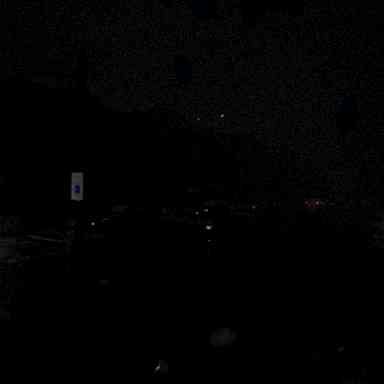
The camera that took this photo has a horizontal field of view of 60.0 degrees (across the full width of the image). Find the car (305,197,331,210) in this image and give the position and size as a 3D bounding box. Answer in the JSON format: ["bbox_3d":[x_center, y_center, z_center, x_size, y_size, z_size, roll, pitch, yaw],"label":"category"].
[{"bbox_3d":[16.019,1.489,42.938,1.812,1.442,4.674,1,1,36],"label":"car"}]

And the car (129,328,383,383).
[{"bbox_3d":[1.415,1.551,1.781,4.403,1.369,2.008,0,1,35],"label":"car"}]

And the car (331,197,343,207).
[{"bbox_3d":[21.954,1.493,51.351,2.128,1.511,4.902,1,1,35],"label":"car"}]

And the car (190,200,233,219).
[{"bbox_3d":[1.769,1.390,27.940,1.812,1.442,4.674,1,1,36],"label":"car"}]

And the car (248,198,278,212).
[{"bbox_3d":[7.822,1.363,36.412,2.128,1.511,4.902,1,1,36],"label":"car"}]

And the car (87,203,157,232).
[{"bbox_3d":[-4.026,1.428,19.818,1.812,1.442,4.674,1,1,34],"label":"car"}]
